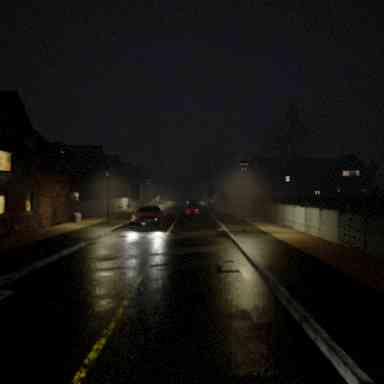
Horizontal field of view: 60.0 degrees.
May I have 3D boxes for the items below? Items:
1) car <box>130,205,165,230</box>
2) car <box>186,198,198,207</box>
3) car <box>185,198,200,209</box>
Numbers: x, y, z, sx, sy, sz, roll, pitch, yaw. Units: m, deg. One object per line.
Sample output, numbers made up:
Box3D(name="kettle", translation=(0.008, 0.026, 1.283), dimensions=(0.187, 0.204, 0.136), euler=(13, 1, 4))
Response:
Box3D(name="car", translation=(-2.789, 1.598, 21.634), dimensions=(1.812, 1.442, 4.674), euler=(0, 0, 1))
Box3D(name="car", translation=(0.067, 1.750, 58.297), dimensions=(2.033, 1.411, 5.357), euler=(0, 0, 0))
Box3D(name="car", translation=(0.054, 1.655, 47.904), dimensions=(2.128, 1.511, 4.902), euler=(0, 0, 0))
